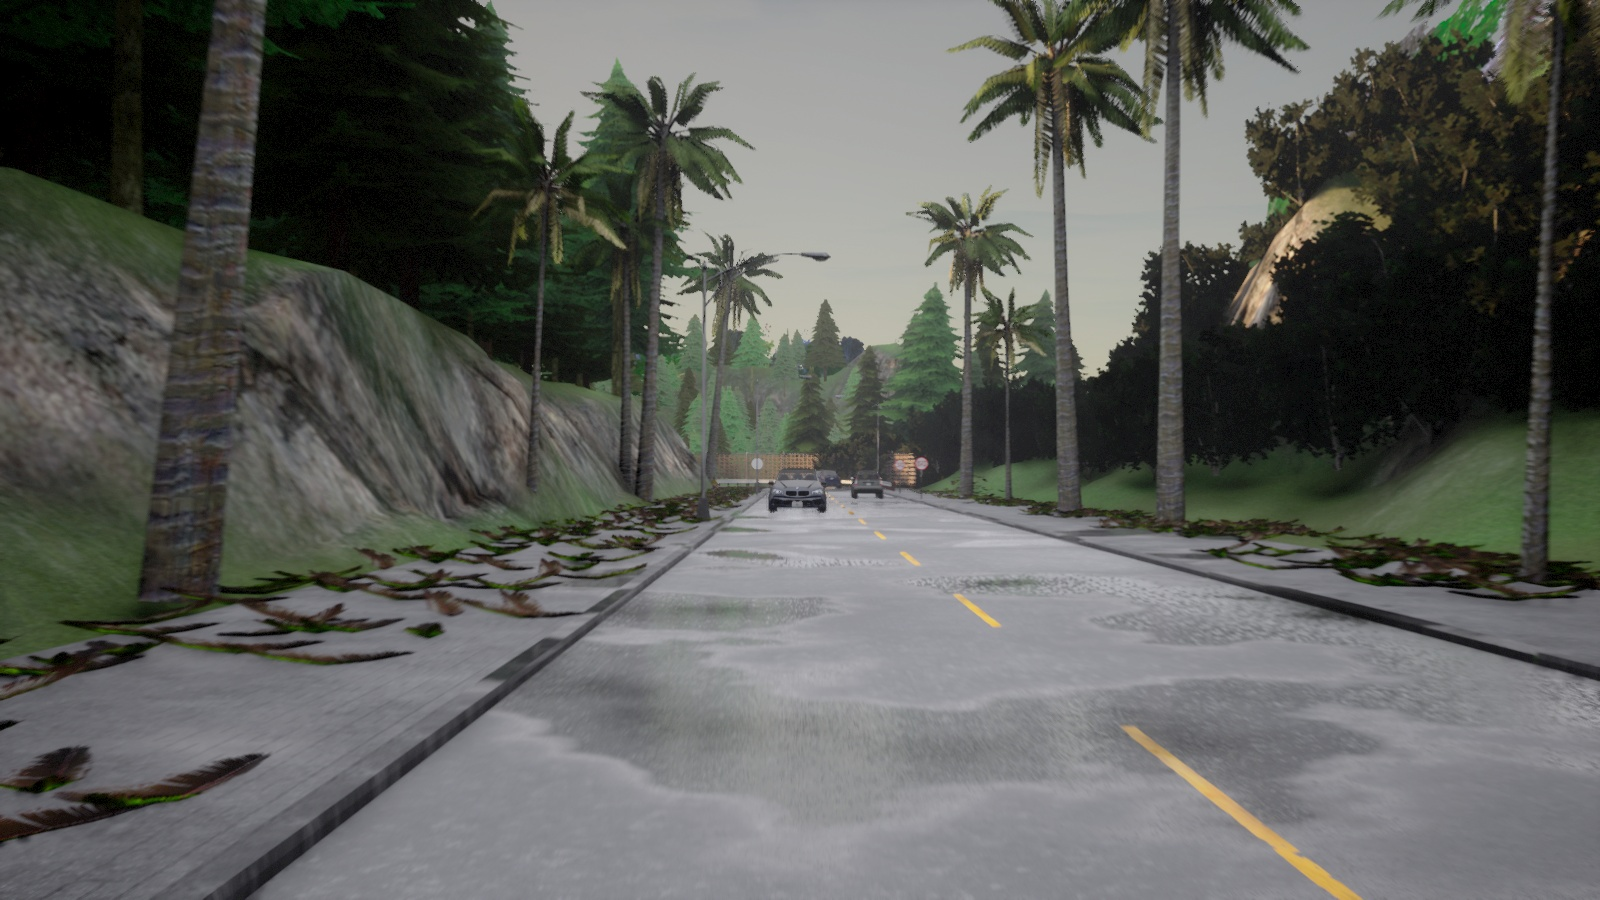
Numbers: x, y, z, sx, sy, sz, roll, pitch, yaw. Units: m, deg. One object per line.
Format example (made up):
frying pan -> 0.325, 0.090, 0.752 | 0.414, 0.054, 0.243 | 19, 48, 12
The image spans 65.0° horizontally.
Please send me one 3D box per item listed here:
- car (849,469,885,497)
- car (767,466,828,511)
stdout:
car -> 3.885, 1.922, 73.426 | 1.851, 1.617, 3.988 | 0, -1, 0
car -> -0.090, 1.473, 48.713 | 2.242, 1.667, 4.611 | 0, -1, 0
